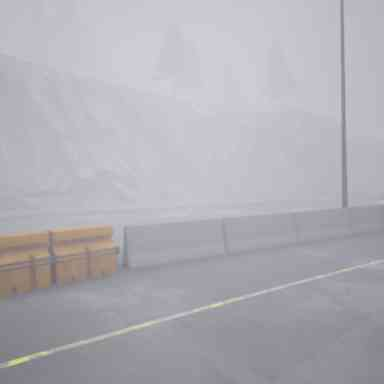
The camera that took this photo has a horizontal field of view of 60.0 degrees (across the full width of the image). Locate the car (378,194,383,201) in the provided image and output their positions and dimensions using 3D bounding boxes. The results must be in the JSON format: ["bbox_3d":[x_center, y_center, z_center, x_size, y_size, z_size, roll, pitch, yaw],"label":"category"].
[{"bbox_3d":[25.331,0.339,40.497,5.357,1.411,2.033,-2,1,-20],"label":"car"}]
